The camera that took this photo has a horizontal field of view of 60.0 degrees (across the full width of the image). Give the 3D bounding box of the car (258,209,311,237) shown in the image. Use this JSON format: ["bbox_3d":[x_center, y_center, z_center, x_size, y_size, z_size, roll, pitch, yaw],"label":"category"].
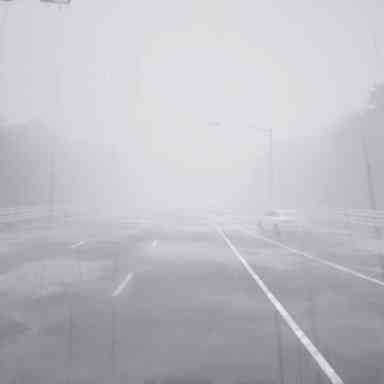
[{"bbox_3d":[5.328,1.733,19.558,1.812,1.442,4.674,0,-1,-6],"label":"car"}]
